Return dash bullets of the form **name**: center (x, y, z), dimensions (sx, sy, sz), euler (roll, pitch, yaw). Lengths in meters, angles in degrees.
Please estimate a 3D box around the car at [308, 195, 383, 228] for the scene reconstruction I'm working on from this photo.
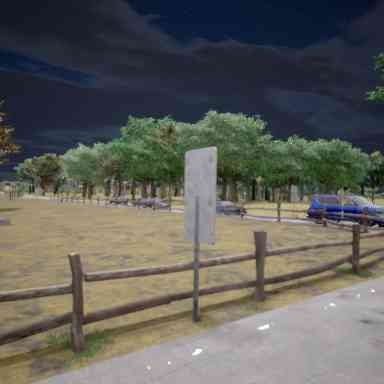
- **car**: center (10.378, 1.218, 21.897), dimensions (2.150, 2.045, 5.566), euler (2, -1, -33)

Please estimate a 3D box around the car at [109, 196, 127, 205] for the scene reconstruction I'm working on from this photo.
- **car**: center (-13.568, 1.532, 60.701), dimensions (2.128, 1.511, 4.902), euler (2, -1, -35)

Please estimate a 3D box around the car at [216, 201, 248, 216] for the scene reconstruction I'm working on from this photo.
- **car**: center (3.006, 1.545, 32.542), dimensions (2.033, 1.411, 5.357), euler (2, -1, -36)

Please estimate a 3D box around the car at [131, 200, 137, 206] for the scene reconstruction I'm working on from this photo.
- **car**: center (-7.719, 1.607, 52.583), dimensions (2.033, 1.411, 5.357), euler (2, -1, -35)

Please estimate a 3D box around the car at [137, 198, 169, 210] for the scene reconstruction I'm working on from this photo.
- **car**: center (-4.739, 1.484, 43.431), dimensions (2.128, 1.511, 4.902), euler (2, -1, -35)
